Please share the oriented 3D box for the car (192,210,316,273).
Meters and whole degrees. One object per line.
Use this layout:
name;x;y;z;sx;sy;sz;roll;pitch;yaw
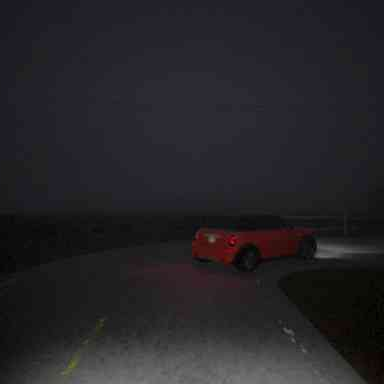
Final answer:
car;2.256;1.471;11.363;4.553;1.767;2.097;1;-1;-39
